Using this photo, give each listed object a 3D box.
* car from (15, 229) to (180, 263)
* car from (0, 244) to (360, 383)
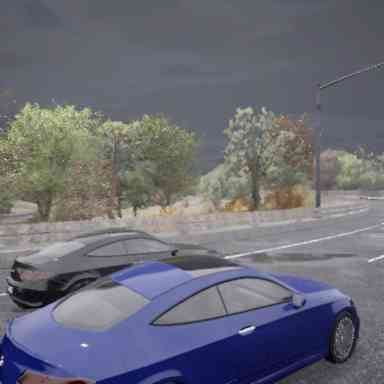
[{"bbox_3d":[-1.385,1.549,7.310,4.674,1.442,1.812,0,0,-38],"label":"car"},{"bbox_3d":[0.227,1.541,4.132,4.674,1.442,1.812,0,0,-37],"label":"car"}]
